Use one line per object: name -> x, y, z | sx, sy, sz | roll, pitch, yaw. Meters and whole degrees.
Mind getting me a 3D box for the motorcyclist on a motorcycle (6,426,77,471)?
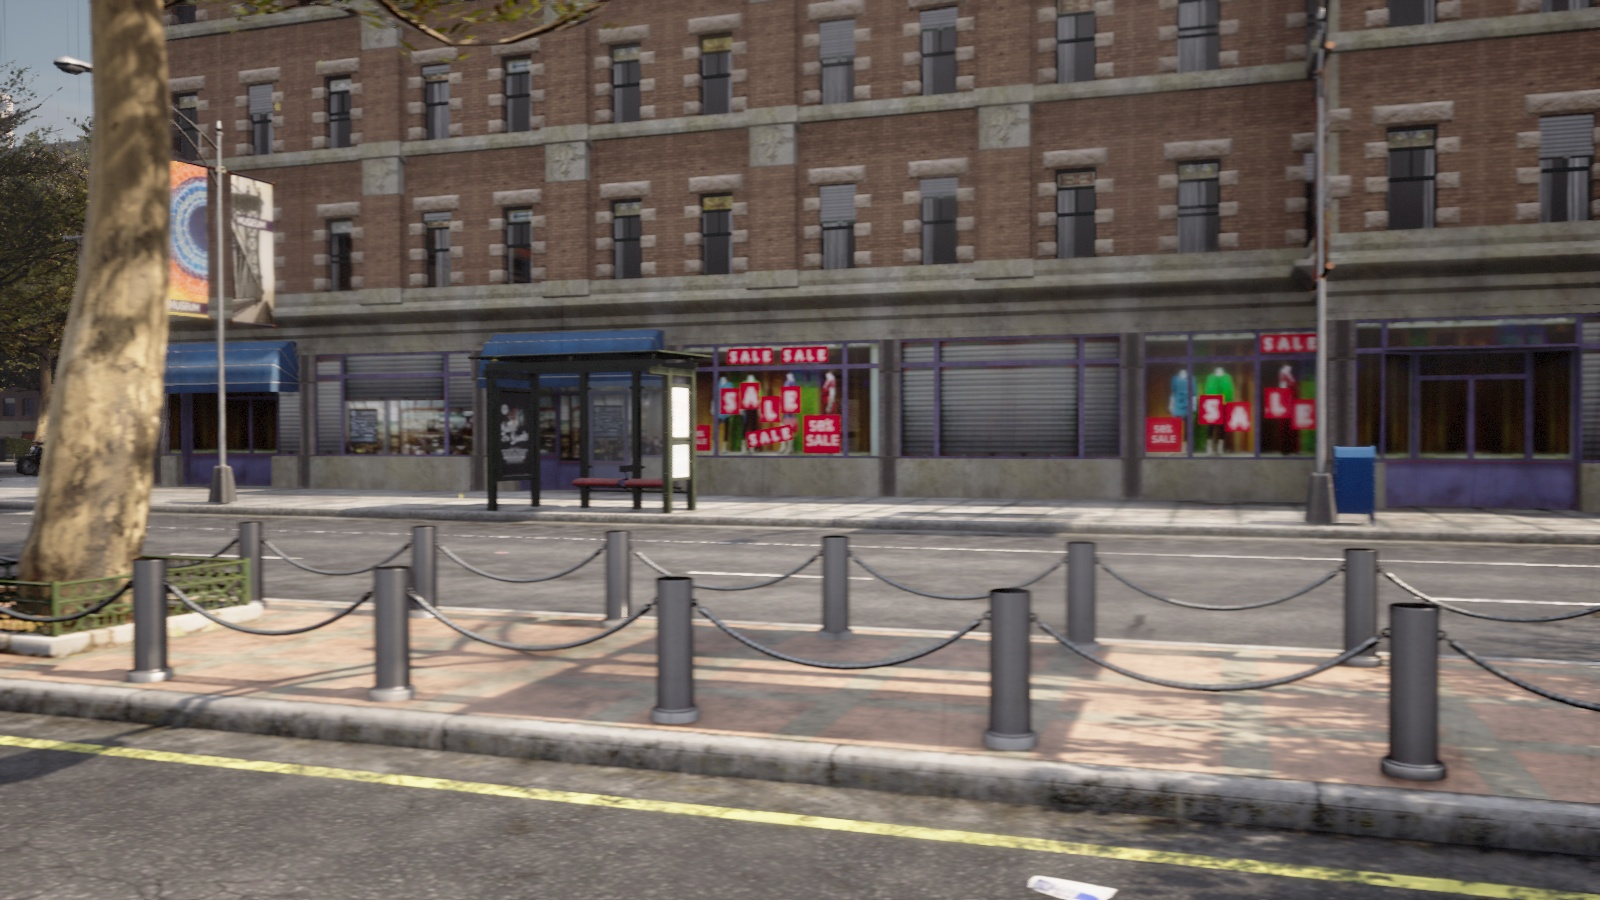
motorcyclist on a motorcycle -> -28.494, -0.086, 47.200 | 0.766, 1.649, 2.350 | 1, 1, 18
